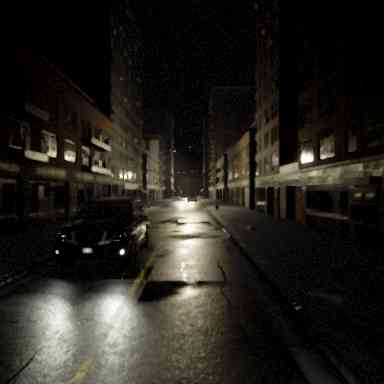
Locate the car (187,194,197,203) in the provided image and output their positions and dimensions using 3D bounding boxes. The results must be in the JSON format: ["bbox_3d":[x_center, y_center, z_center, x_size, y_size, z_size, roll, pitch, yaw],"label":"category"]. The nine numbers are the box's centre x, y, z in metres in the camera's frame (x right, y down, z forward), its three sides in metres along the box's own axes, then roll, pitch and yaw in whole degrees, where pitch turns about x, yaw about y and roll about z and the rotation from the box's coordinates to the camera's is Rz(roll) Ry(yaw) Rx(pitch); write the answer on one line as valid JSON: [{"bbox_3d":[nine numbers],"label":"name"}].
[{"bbox_3d":[0.043,1.488,68.479,1.882,1.535,5.008,0,0,0],"label":"car"}]

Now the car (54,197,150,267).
[{"bbox_3d":[-2.832,1.223,11.790,2.150,2.045,5.566,0,0,0],"label":"car"}]

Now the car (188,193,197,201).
[{"bbox_3d":[0.050,1.207,78.869,2.097,1.767,4.553,0,0,0],"label":"car"}]
